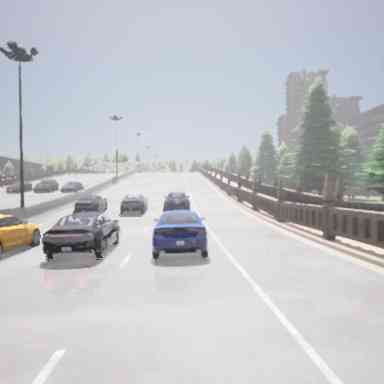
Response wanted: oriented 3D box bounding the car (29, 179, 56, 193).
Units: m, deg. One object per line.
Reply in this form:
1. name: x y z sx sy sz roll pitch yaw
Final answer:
1. car: -19.852 -0.892 45.475 2.097 1.767 4.553 -1 7 -3

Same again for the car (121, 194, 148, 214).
1. car: -4.735 0.893 27.530 2.128 1.511 4.902 -1 4 -3

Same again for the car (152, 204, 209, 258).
1. car: -0.471 1.437 12.805 1.882 1.535 5.008 -1 0 -3

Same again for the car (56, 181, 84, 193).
1. car: -16.356 -0.757 45.615 2.033 1.411 5.357 -1 7 -3

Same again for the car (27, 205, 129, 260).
1. car: -3.966 1.517 12.630 2.128 1.511 4.902 -1 1 -3

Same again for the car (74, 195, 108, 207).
1. car: -8.227 0.977 27.313 1.837 1.490 4.892 -1 5 -3

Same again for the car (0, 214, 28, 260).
1. car: -7.462 1.569 12.477 1.882 1.535 5.008 -1 0 -3

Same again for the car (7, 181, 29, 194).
1. car: -23.341 -0.682 45.262 2.128 1.511 4.902 -1 7 -3

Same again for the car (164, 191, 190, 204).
1. car: -1.229 0.706 27.404 2.097 1.767 4.553 -1 4 -3
